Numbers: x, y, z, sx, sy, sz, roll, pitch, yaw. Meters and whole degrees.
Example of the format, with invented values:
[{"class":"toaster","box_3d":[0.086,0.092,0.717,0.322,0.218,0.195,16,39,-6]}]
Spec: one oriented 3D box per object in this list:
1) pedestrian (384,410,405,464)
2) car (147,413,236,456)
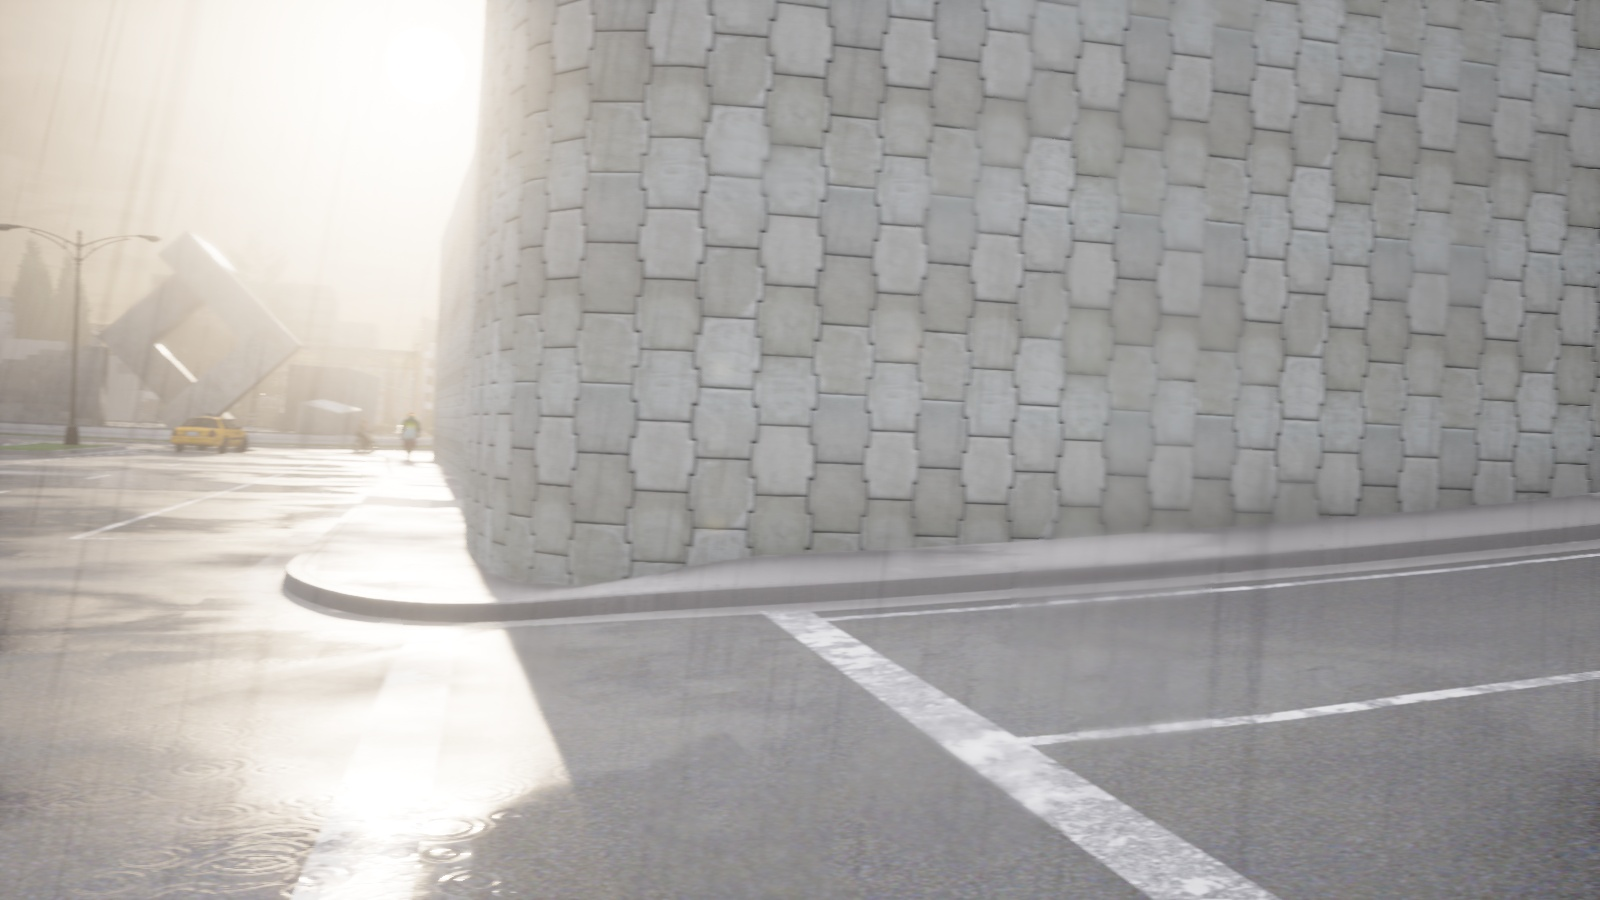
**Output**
[{"class":"pedestrian","box_3d":[-14.824,-0.471,45.890,0.659,1.952,0.873,2,1,-19]},{"class":"car","box_3d":[-24.288,-0.630,50.323,1.801,1.575,5.366,2,1,-10]}]
